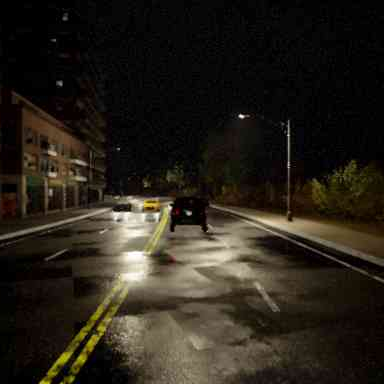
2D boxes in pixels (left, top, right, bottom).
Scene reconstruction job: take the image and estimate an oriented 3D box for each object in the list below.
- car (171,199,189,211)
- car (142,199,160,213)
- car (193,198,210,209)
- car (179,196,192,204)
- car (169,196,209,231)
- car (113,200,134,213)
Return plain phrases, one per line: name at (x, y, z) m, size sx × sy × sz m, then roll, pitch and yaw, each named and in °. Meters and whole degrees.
car at (-1.628, 1.658, 43.331) m, size 2.033 × 1.411 × 5.357 m, roll 0°, pitch 0°, yaw -5°
car at (-4.799, 1.594, 39.539) m, size 1.882 × 1.535 × 5.008 m, roll 0°, pitch 0°, yaw -4°
car at (1.276, 1.583, 46.914) m, size 1.882 × 1.535 × 5.008 m, roll 0°, pitch 0°, yaw -5°
car at (-1.463, 1.690, 70.085) m, size 2.033 × 1.411 × 5.357 m, roll 0°, pitch 0°, yaw -8°
car at (-0.272, 1.281, 21.066) m, size 2.150 × 2.045 × 5.566 m, roll 0°, pitch 0°, yaw -2°
car at (-8.045, 1.694, 39.367) m, size 1.994 × 1.385 × 4.181 m, roll 0°, pitch 0°, yaw -4°
